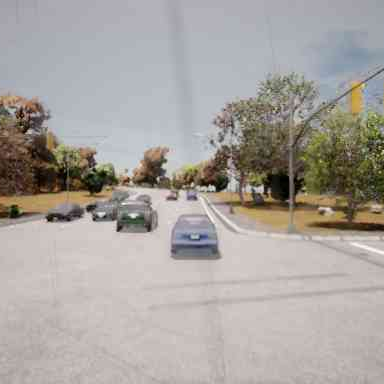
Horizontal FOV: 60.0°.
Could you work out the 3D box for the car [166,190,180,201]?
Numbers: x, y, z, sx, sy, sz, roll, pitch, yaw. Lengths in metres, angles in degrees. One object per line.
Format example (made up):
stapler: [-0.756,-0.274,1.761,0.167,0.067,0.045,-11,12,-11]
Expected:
car: [-3.517,0.769,58.491,1.895,1.301,4.718,0,3,0]

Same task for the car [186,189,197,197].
car: [-0.114,0.230,68.592,1.994,1.385,4.181,0,3,-3]

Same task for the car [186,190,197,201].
car: [-0.017,0.697,58.424,1.812,1.442,4.674,0,3,0]

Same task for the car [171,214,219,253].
car: [0.095,1.623,14.039,2.033,1.411,5.357,0,0,0]

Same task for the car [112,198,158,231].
car: [-3.405,1.467,21.467,2.097,1.767,4.553,0,0,0]

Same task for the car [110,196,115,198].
car: [-10.594,1.543,38.167,1.895,1.301,4.718,0,1,0]

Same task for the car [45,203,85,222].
car: [-10.640,1.646,28.287,2.033,1.411,5.357,0,0,-3]

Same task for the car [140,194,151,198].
car: [-7.027,1.103,48.651,1.837,1.490,4.892,0,2,0]

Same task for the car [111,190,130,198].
car: [-10.516,0.808,48.903,2.150,2.045,5.566,0,2,0]

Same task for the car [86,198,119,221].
car: [-7.098,1.589,28.472,2.128,1.511,4.902,0,0,1]

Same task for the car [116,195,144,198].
car: [-7.091,1.463,38.367,1.812,1.442,4.674,0,1,0]
